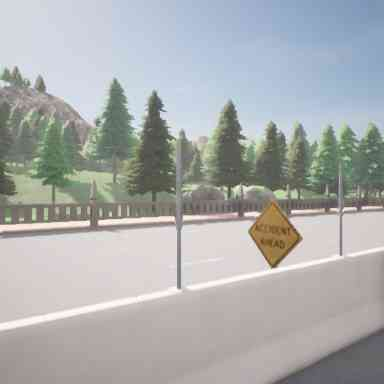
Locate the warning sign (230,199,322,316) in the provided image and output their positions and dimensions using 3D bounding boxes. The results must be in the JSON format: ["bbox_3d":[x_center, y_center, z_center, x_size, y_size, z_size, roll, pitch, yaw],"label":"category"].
[{"bbox_3d":[1.551,1.087,6.265,1.060,1.860,1.300,0,0,-35],"label":"warning sign"}]
